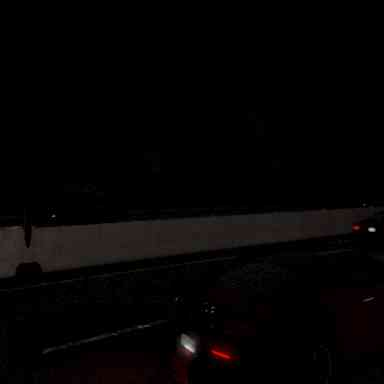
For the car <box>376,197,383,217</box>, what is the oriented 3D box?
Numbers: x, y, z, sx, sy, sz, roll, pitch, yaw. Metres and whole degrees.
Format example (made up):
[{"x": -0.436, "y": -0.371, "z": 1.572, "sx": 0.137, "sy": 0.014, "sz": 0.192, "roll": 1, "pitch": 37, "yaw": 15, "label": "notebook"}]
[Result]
[{"x": 17.468, "y": 1.170, "z": 27.188, "sx": 4.902, "sy": 1.511, "sz": 2.128, "roll": -1, "pitch": 1, "yaw": -32, "label": "car"}]

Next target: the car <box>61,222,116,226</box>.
[{"x": -6.508, "y": 1.345, "z": 20.529, "sx": 4.674, "sy": 1.442, "sz": 1.812, "roll": -1, "pitch": 1, "yaw": -32, "label": "car"}]

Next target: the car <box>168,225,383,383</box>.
[{"x": 1.892, "y": 1.471, "z": 4.899, "sx": 4.674, "sy": 1.442, "sz": 1.812, "roll": 0, "pitch": 0, "yaw": -33, "label": "car"}]

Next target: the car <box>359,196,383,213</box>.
[{"x": 18.350, "y": 1.137, "z": 31.843, "sx": 4.892, "sy": 1.490, "sz": 1.837, "roll": 0, "pitch": 0, "yaw": -32, "label": "car"}]

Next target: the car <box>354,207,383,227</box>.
[{"x": 8.591, "y": 1.390, "z": 13.257, "sx": 5.357, "sy": 1.411, "sz": 2.033, "roll": -1, "pitch": 1, "yaw": -32, "label": "car"}]
